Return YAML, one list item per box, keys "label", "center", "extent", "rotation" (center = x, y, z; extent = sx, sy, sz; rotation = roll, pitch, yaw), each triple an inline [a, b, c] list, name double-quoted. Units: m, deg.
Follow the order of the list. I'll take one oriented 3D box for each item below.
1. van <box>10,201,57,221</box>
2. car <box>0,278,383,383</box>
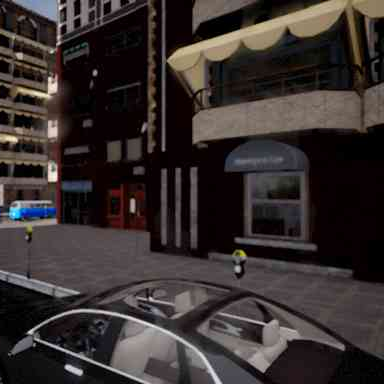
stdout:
- label: "van"
  center: [-14.632, 1.736, 30.880]
  extent: [1.690, 1.788, 3.998]
  rotation: [-1, -2, 35]
- label: "car"
  center: [-0.426, 1.553, 3.183]
  extent: [4.403, 1.369, 2.008]
  rotation: [0, 0, 36]
